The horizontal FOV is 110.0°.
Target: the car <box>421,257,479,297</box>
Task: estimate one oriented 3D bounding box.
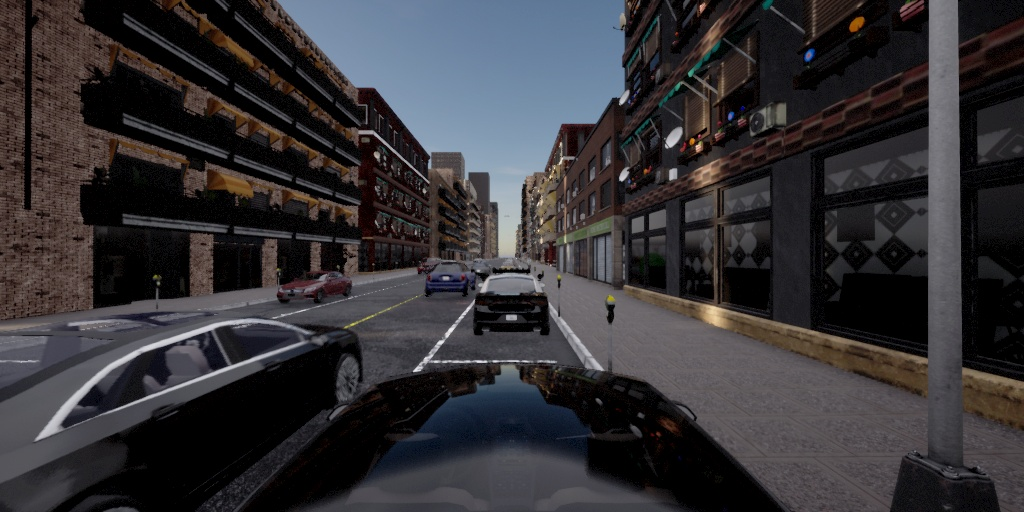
[{"bbox_3d":[-3.146,1.102,19.196,2.097,1.767,4.553,0,0,0],"label":"car"}]

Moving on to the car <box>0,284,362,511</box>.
[{"bbox_3d":[-3.053,1.241,3.216,2.128,1.511,4.902,0,0,0],"label":"car"}]

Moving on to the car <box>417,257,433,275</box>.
[{"bbox_3d":[-8.837,1.064,39.007,2.192,1.841,5.009,0,0,0],"label":"car"}]

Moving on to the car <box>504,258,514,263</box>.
[{"bbox_3d":[-0.456,1.275,39.173,1.751,1.417,4.829,0,0,0],"label":"car"}]

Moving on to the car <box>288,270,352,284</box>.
[{"bbox_3d":[-8.837,1.333,16.462,1.802,1.307,4.207,0,0,0],"label":"car"}]

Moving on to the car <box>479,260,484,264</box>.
[{"bbox_3d":[-3.051,1.314,34.722,1.994,1.385,4.181,0,0,0],"label":"car"}]

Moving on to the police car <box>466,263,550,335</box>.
[{"bbox_3d":[-0.011,1.175,10.609,1.930,1.638,5.238,0,0,0],"label":"police car"}]
